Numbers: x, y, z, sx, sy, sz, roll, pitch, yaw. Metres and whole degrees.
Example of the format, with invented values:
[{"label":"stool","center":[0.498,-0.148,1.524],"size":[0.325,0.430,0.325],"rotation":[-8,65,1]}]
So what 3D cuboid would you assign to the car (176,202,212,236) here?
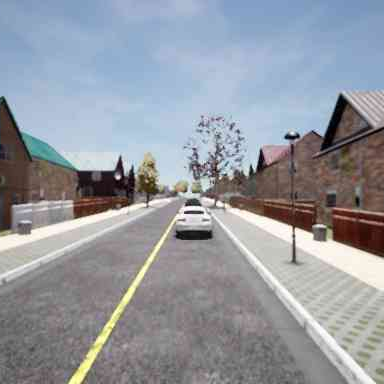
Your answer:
[{"label":"car","center":[0.097,1.506,18.238],"size":[1.812,1.442,4.674],"rotation":[0,0,0]}]

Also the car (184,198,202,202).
[{"label":"car","center":[0.094,1.455,38.891],"size":[1.882,1.535,5.008],"rotation":[0,0,0]}]
